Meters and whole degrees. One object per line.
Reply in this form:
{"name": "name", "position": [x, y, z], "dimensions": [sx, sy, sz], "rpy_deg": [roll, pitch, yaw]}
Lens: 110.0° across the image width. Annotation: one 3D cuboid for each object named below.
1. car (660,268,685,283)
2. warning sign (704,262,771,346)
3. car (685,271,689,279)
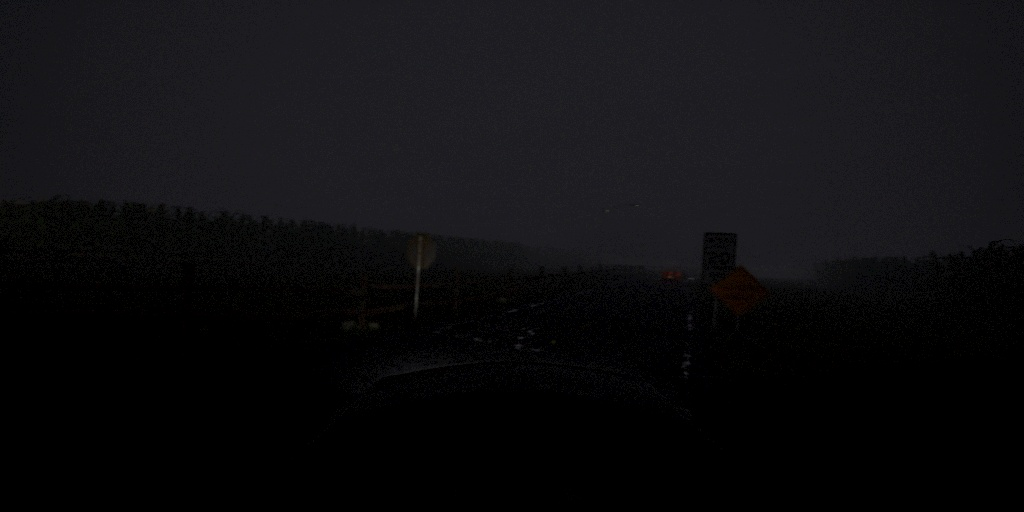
{"name": "car", "position": [17.204, 2.017, 38.600], "dimensions": [1.882, 1.535, 5.008], "rpy_deg": [4, 1, 28]}
{"name": "warning sign", "position": [5.688, 1.162, 9.101], "dimensions": [1.300, 1.860, 1.060], "rpy_deg": [0, 0, 27]}
{"name": "car", "position": [22.534, 2.361, 48.294], "dimensions": [1.994, 1.385, 4.181], "rpy_deg": [4, 1, 32]}
